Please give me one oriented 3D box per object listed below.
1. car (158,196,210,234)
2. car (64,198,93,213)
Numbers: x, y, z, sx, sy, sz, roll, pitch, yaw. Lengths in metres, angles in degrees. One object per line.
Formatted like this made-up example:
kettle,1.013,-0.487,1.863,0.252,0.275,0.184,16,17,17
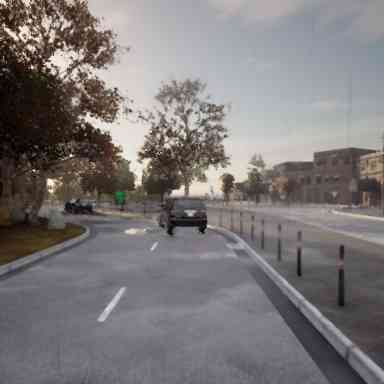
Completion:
car,-0.691,1.307,20.274,2.150,2.045,5.566,1,-1,-13
car,-13.091,1.476,38.280,2.097,1.767,4.553,1,-1,-36
